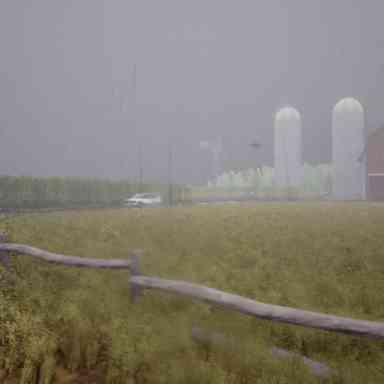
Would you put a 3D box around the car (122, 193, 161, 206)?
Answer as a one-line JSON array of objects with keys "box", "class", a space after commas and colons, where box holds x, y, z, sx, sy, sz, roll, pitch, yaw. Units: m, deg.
[{"box": [-6.218, 1.204, 41.909, 2.150, 2.045, 5.566, 0, 0, 36], "class": "car"}]
